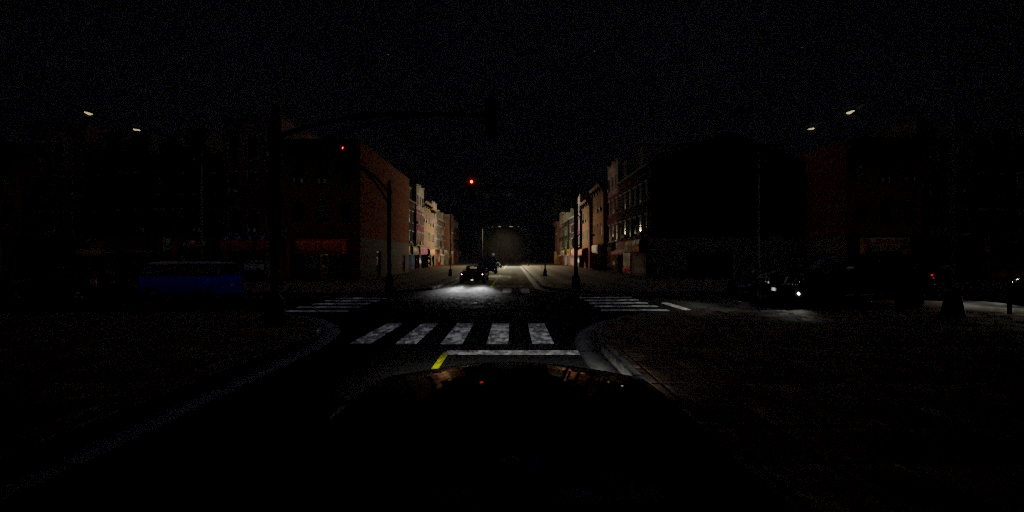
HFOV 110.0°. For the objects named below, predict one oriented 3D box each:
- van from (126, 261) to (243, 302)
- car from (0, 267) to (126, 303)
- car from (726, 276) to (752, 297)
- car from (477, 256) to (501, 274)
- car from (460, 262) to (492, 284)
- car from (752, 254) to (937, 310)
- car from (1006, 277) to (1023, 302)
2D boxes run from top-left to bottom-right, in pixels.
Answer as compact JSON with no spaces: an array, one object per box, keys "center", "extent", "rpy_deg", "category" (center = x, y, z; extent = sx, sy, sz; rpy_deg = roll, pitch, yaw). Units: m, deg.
[{"center":[-14.716,1.124,16.454],"extent":[3.998,1.789,1.690],"rpy_deg":[0,0,0],"category":"van"},{"center":[-20.191,1.239,16.438],"extent":[4.097,1.591,1.967],"rpy_deg":[0,0,0],"category":"car"},{"center":[12.286,1.267,16.532],"extent":[4.403,1.370,2.007],"rpy_deg":[0,0,0],"category":"car"},{"center":[-2.775,0.998,41.411],"extent":[2.150,2.045,5.566],"rpy_deg":[0,0,0],"category":"car"},{"center":[-2.802,1.365,27.343],"extent":[1.895,1.301,4.718],"rpy_deg":[0,0,0],"category":"car"},{"center":[12.972,0.935,13.998],"extent":[5.566,2.045,2.150],"rpy_deg":[0,0,0],"category":"car"},{"center":[22.656,1.048,14.022],"extent":[4.553,1.767,2.097],"rpy_deg":[0,0,0],"category":"car"}]
